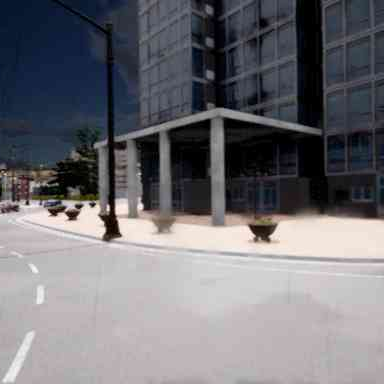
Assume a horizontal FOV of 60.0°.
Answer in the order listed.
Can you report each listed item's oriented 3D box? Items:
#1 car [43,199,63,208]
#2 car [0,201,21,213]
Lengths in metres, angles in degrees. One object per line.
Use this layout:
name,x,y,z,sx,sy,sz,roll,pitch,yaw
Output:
car,-23.700,1.960,57.000,1.812,1.442,4.674,-1,0,1
car,-23.828,1.946,42.655,1.812,1.442,4.674,-1,0,1
